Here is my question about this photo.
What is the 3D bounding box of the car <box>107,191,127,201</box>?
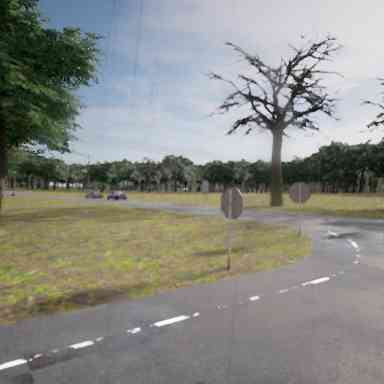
[{"bbox_3d":[-11.738,0.604,52.293,1.812,1.442,4.674,2,-1,-35],"label":"car"}]

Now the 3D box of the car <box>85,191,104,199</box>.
[{"bbox_3d":[-17.691,0.577,60.488,2.033,1.411,5.357,2,-1,-36],"label":"car"}]
